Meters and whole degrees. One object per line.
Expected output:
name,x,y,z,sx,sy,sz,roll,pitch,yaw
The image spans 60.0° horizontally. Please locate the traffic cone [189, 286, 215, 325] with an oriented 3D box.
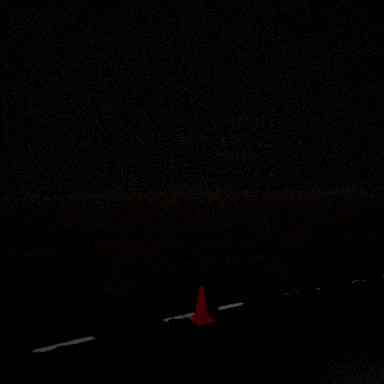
traffic cone,0.167,1.901,5.692,0.340,0.580,0.340,0,1,-31
